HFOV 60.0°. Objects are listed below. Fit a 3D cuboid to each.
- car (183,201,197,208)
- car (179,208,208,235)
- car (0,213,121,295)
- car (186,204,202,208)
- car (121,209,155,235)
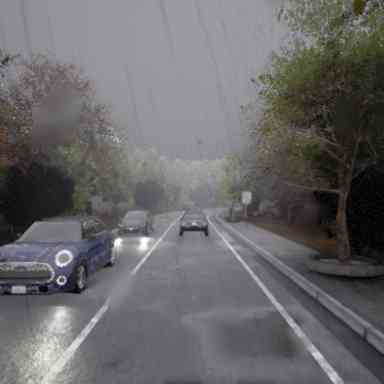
[{"bbox_3d":[-0.236,2.697,64.361,2.150,2.045,5.566,1,-1,12],"label":"car"},{"bbox_3d":[0.111,1.995,22.142,2.033,1.411,5.357,0,-1,0],"label":"car"},{"bbox_3d":[-3.577,1.479,9.136,2.097,1.767,4.553,0,-1,0],"label":"car"},{"bbox_3d":[0.566,2.590,43.990,1.895,1.301,4.718,0,-2,3],"label":"car"},{"bbox_3d":[-3.554,1.942,21.880,1.837,1.490,4.892,0,0,0],"label":"car"}]
